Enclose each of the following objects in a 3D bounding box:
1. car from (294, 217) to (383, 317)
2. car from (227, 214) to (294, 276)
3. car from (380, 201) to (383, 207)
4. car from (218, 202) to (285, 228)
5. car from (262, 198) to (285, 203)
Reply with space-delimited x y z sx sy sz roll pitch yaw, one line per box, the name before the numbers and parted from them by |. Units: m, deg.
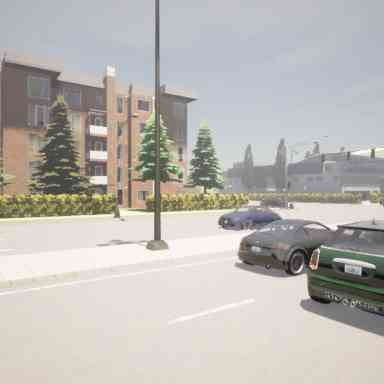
car | 4.486 1.352 6.933 4.553 1.767 2.097 0 0 -36
car | 3.425 1.564 10.467 4.181 1.385 1.994 0 0 -36
car | 11.475 1.352 16.254 4.553 1.767 2.097 0 0 -36
car | 3.622 1.564 20.695 4.181 1.385 1.994 0 0 -36
car | 12.547 1.564 50.885 1.994 1.385 4.181 0 0 -36
